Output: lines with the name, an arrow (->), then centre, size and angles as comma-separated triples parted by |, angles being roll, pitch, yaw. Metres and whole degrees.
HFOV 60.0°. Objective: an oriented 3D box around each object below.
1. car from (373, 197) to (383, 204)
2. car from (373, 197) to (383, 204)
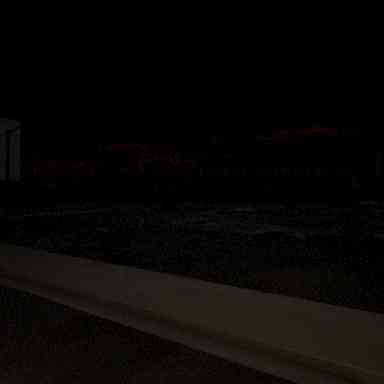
car -> 37.532, 1.576, 65.374 | 1.853, 1.218, 4.536 | 1, 1, 6
car -> 37.525, 1.734, 65.324 | 2.038, 1.542, 4.974 | 1, 1, 6
